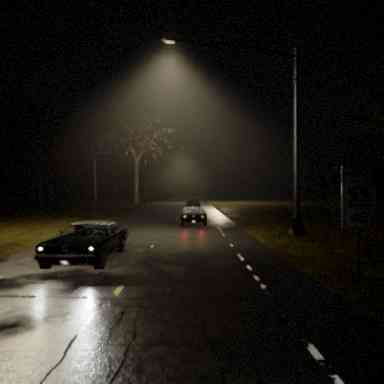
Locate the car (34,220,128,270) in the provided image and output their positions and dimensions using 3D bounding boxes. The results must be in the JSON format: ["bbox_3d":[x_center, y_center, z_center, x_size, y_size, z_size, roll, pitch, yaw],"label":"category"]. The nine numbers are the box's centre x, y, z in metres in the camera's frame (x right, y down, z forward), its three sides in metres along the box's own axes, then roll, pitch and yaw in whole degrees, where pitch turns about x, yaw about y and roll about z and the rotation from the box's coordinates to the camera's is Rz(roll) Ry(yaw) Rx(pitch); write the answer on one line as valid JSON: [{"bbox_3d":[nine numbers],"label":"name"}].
[{"bbox_3d":[-3.578,1.706,11.590,1.895,1.301,4.718,0,0,0],"label":"car"}]

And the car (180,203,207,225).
[{"bbox_3d":[0.127,1.761,25.369,1.895,1.301,4.718,0,0,0],"label":"car"}]

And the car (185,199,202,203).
[{"bbox_3d":[0.153,1.628,42.189,1.837,1.490,4.892,0,1,0],"label":"car"}]
